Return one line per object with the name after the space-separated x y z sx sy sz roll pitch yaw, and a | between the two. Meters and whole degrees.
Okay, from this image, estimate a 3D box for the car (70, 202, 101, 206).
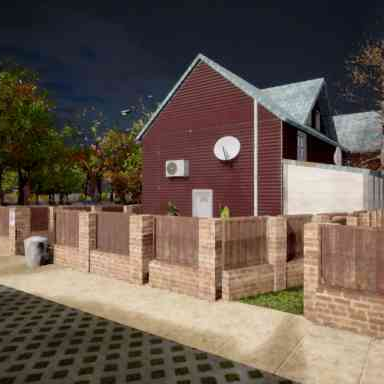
-10.235 1.625 31.509 2.033 1.411 5.357 0 0 35 | car
